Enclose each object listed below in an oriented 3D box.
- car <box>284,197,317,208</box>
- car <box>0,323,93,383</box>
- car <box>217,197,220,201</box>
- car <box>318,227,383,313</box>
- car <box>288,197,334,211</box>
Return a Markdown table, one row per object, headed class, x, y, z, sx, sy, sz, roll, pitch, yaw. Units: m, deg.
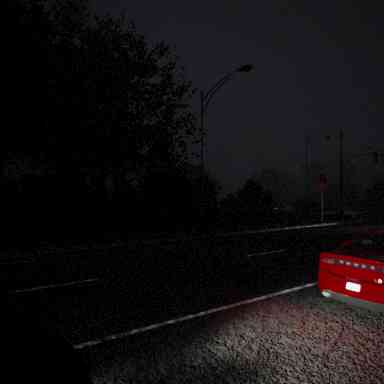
| class | x | y | z | sx | sy | sz | roll | pitch | yaw |
| --- | --- | --- | --- | --- | --- | --- | --- | --- | --- |
| car | 16.359 | 1.522 | 50.391 | 1.812 | 1.442 | 4.674 | 0 | 0 | -32 |
| car | -2.969 | 1.492 | 1.636 | 4.902 | 1.511 | 2.128 | 0 | 0 | -35 |
| car | 3.925 | 1.455 | 56.649 | 1.812 | 1.442 | 4.674 | 0 | 1 | -32 |
| car | 4.783 | 1.478 | 7.136 | 5.008 | 1.535 | 1.882 | 0 | 0 | -35 |
| car | 14.476 | 1.478 | 39.839 | 1.882 | 1.535 | 5.008 | 0 | 0 | -33 |
